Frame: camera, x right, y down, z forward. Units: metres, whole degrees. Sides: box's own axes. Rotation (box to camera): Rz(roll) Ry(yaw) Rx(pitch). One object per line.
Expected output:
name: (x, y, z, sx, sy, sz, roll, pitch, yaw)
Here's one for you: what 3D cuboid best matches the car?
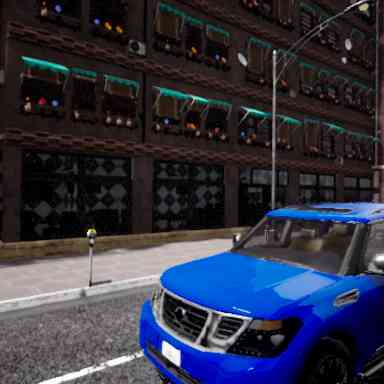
car: (2.029, 1.219, 4.875, 5.566, 2.045, 2.150, 0, 0, -36)
